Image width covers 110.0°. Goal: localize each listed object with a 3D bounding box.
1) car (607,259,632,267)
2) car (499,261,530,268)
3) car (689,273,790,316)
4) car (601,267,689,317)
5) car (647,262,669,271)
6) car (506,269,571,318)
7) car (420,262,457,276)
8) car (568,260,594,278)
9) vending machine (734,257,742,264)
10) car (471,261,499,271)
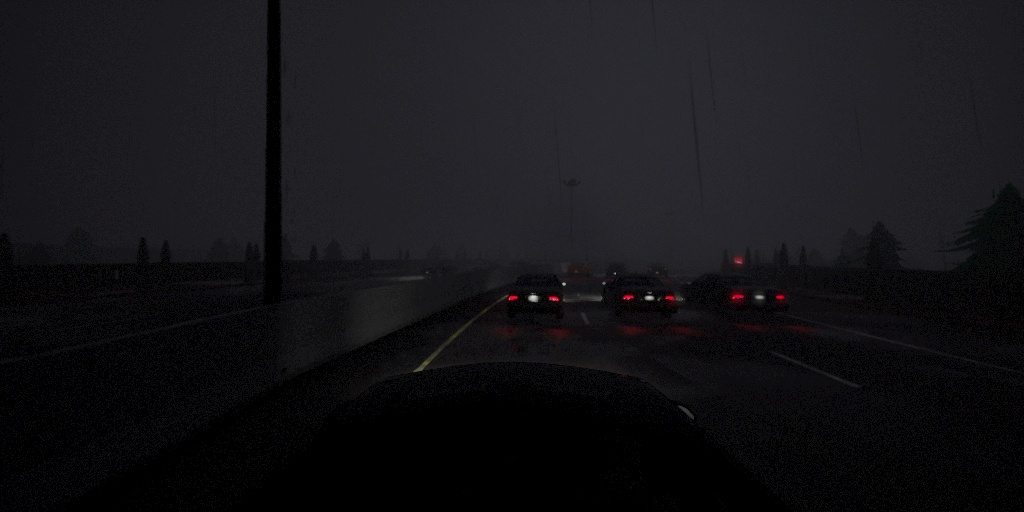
[{"bbox_3d":[10.046,1.314,34.024,1.837,1.490,4.892,0,0,21],"label":"car"},{"bbox_3d":[0.654,1.276,39.274,1.837,1.490,4.892,0,0,23],"label":"car"},{"bbox_3d":[8.083,1.338,13.636,2.033,1.411,5.357,0,0,9],"label":"car"},{"bbox_3d":[4.507,1.323,13.340,2.033,1.411,5.357,0,0,8],"label":"car"},{"bbox_3d":[14.394,1.354,35.435,1.812,1.442,4.674,0,0,23],"label":"car"},{"bbox_3d":[0.954,1.307,13.055,2.033,1.411,5.357,0,0,8],"label":"car"},{"bbox_3d":[-7.605,1.335,37.340,1.895,1.301,4.718,0,0,20],"label":"car"},{"bbox_3d":[6.805,1.273,35.324,1.882,1.535,5.008,0,0,21],"label":"car"},{"bbox_3d":[28.832,1.090,45.708,1.100,2.100,0.880,0,0,35],"label":"vending machine"},{"bbox_3d":[-2.654,1.305,40.561,2.033,1.411,5.357,0,0,22],"label":"car"}]
